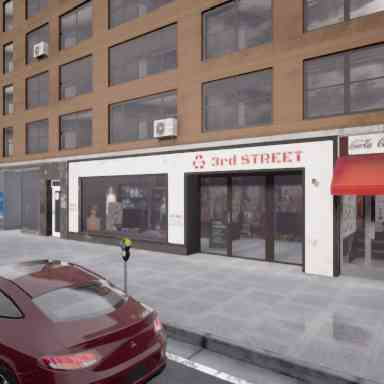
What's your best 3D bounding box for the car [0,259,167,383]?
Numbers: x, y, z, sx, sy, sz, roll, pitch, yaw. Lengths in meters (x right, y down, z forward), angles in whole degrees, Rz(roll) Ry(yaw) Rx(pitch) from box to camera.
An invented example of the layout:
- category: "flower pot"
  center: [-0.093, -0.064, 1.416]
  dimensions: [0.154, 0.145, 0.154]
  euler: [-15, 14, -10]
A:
- category: "car"
  center: [-2.217, 1.582, 4.395]
  dimensions: [4.206, 1.307, 1.802]
  euler: [0, 0, 36]
